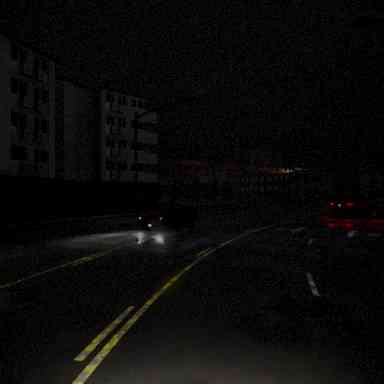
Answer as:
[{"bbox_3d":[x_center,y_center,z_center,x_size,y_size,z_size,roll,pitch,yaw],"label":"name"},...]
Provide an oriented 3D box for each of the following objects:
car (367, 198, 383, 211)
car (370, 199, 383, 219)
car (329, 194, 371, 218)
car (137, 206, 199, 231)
[{"bbox_3d":[23.281,1.546,41.601,1.994,1.385,4.181,0,0,22],"label":"car"},{"bbox_3d":[17.200,1.491,28.157,2.128,1.511,4.902,0,0,44],"label":"car"},{"bbox_3d":[14.490,1.221,30.379,2.150,2.045,5.566,0,0,44],"label":"car"},{"bbox_3d":[-1.405,1.601,20.962,1.895,1.301,4.718,0,0,27],"label":"car"}]
